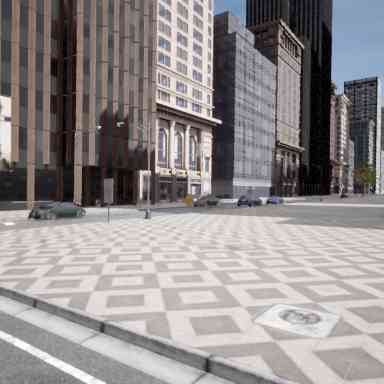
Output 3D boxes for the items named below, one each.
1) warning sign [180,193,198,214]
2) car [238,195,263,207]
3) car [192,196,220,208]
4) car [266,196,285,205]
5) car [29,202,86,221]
[{"bbox_3d":[-0.267,1.077,30.695,1.300,1.860,1.060,1,1,35],"label":"warning sign"},{"bbox_3d":[8.345,1.192,47.474,2.097,1.767,4.553,1,1,36],"label":"car"},{"bbox_3d":[1.936,1.319,43.846,1.837,1.490,4.892,1,1,36],"label":"car"},{"bbox_3d":[13.948,1.361,55.478,1.994,1.385,4.181,1,1,35],"label":"car"},{"bbox_3d":[-10.540,1.463,26.261,1.994,1.385,4.181,1,1,35],"label":"car"}]
